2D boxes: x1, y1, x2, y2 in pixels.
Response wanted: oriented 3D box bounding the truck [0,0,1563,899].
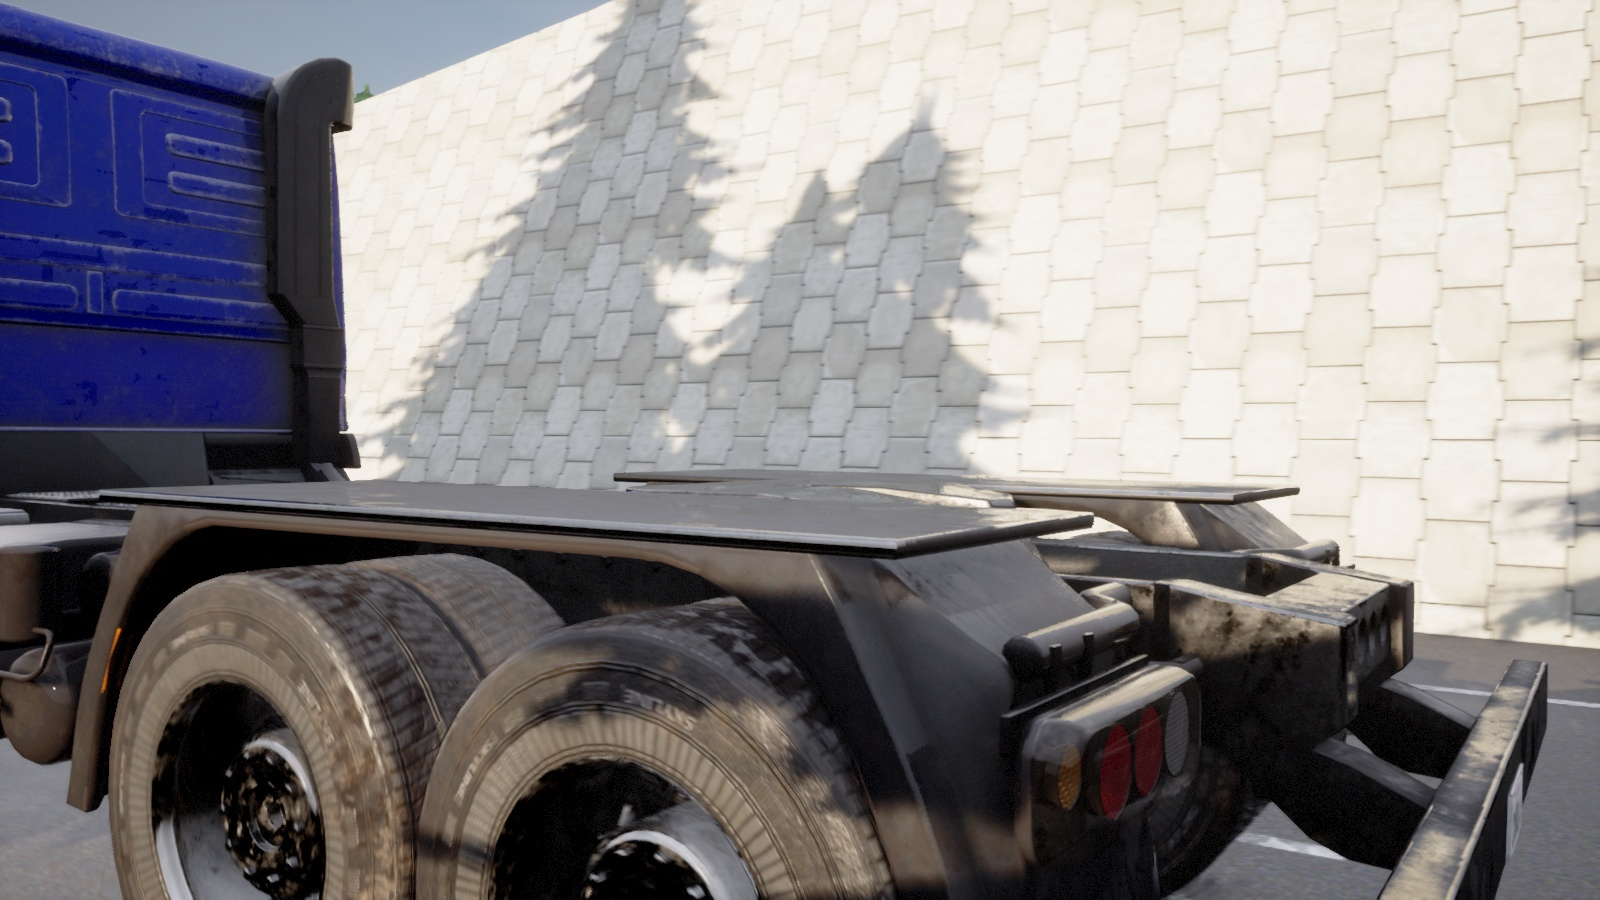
[{"bbox_3d":[-1.794,-0.300,4.796,7.936,3.462,2.891,0,1,34],"label":"truck"}]
